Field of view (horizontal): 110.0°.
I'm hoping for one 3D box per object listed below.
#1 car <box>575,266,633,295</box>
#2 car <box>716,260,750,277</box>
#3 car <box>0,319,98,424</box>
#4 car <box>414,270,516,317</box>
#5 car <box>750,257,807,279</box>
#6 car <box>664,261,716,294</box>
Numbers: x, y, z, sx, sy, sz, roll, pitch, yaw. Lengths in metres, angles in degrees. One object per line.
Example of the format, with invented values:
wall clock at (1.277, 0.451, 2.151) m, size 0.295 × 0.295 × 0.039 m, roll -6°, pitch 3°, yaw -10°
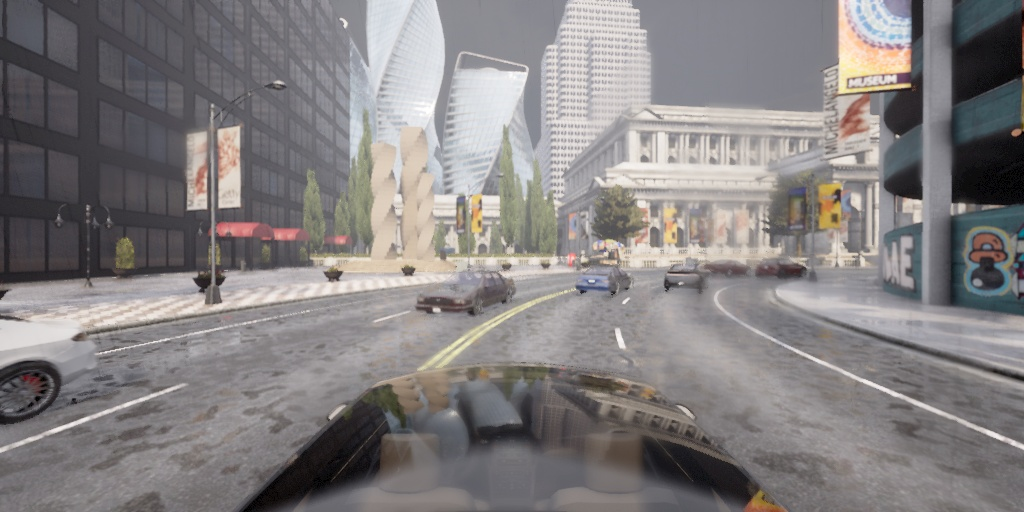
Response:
car at (5.046, 1.227, 19.142) m, size 2.033 × 1.411 × 5.357 m, roll 0°, pitch 0°, yaw 30°
car at (20.346, 1.097, 33.662) m, size 5.008 × 1.535 × 1.882 m, roll 1°, pitch 0°, yaw -29°
car at (-6.834, 1.272, 3.081) m, size 1.812 × 1.442 × 4.674 m, roll 0°, pitch 0°, yaw 4°
car at (-1.409, 1.252, 13.412) m, size 2.033 × 1.411 × 5.357 m, roll 0°, pitch 0°, yaw 19°
car at (23.520, 0.984, 31.317) m, size 4.553 × 1.767 × 2.097 m, roll -1°, pitch 0°, yaw -25°
car at (9.816, 1.167, 19.955) m, size 2.128 × 1.511 × 4.902 m, roll 0°, pitch 0°, yaw 34°
